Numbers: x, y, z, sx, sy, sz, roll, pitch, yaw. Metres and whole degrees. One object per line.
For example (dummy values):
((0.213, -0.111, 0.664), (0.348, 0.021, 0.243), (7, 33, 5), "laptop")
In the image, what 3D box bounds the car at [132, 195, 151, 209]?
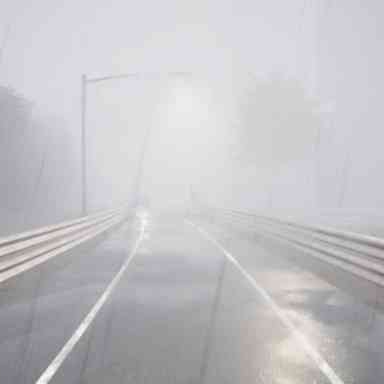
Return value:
((-7.642, 1.402, 49.961), (2.150, 2.045, 5.566), (0, 0, -19), "car")
